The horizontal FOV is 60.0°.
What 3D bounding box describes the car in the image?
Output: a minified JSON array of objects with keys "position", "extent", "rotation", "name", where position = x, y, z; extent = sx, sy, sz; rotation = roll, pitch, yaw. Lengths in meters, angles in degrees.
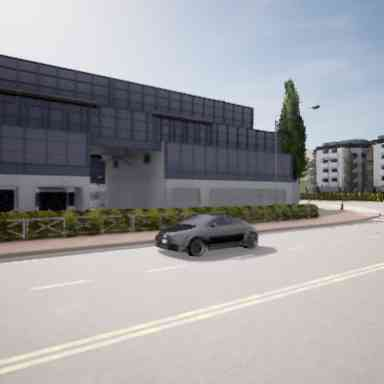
[{"position":[0.655,1.569,13.013],"extent":[4.181,1.385,1.994],"rotation":[0,0,-35],"name":"car"}]
